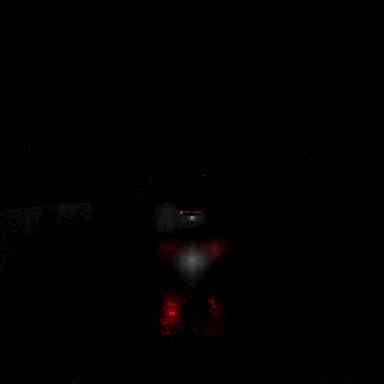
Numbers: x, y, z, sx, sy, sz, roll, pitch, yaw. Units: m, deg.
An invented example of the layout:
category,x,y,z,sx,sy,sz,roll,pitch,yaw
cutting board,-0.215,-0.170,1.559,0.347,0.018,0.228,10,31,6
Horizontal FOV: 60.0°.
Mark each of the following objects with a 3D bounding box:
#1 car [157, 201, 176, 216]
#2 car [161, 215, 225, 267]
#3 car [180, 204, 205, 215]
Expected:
category,x,y,z,sx,sy,sz,roll,pitch,yaw
car,-2.800,1.811,37.271,2.128,1.511,4.902,0,0,0
car,0.036,1.709,11.824,1.895,1.301,4.718,0,0,0
car,0.040,1.732,27.447,2.128,1.511,4.902,0,0,1
